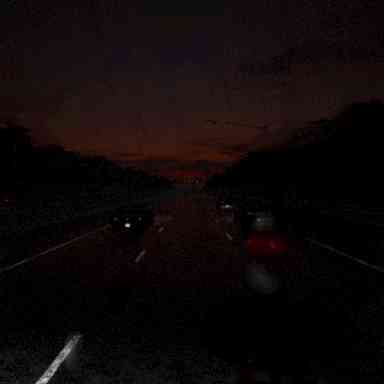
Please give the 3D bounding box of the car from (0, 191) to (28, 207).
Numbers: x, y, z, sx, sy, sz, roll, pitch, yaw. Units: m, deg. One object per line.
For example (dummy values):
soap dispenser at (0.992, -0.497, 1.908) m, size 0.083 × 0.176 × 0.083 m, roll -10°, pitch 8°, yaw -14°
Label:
car at (-21.044, 0.923, 38.906) m, size 2.150 × 2.045 × 5.566 m, roll 0°, pitch 0°, yaw 0°

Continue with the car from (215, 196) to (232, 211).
car at (3.643, 1.212, 36.380) m, size 2.128 × 1.511 × 4.902 m, roll 0°, pitch 0°, yaw 0°

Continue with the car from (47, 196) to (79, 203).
car at (-14.049, 1.217, 37.454) m, size 1.837 × 1.490 × 4.892 m, roll 0°, pitch 0°, yaw 0°

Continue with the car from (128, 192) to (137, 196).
car at (-13.910, 0.632, 77.926) m, size 1.812 × 1.442 × 4.674 m, roll 0°, pitch 0°, yaw 0°

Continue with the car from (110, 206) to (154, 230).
car at (-3.377, 1.446, 19.721) m, size 1.895 × 1.301 × 4.718 m, roll 0°, pitch 0°, yaw 0°

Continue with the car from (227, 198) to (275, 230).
car at (3.623, 1.334, 20.015) m, size 2.128 × 1.511 × 4.902 m, roll 0°, pitch 0°, yaw 0°

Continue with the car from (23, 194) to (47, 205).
car at (-17.543, 1.264, 39.186) m, size 1.994 × 1.385 × 4.181 m, roll 0°, pitch 0°, yaw 0°
